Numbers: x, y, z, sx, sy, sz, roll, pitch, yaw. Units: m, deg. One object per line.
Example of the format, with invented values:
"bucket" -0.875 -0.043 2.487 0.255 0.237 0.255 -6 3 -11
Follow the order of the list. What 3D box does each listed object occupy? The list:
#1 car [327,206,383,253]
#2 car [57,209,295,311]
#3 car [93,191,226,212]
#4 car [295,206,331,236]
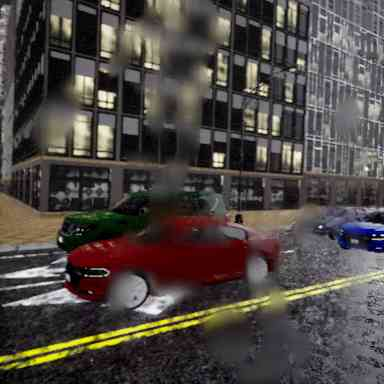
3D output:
"car" 7.578 1.415 12.583 5.008 1.535 1.882 1 1 -33
"car" -0.187 1.323 7.496 5.008 1.535 1.882 1 1 -33
"car" -1.283 0.981 10.656 5.566 2.045 2.150 1 1 -33
"car" 7.284 1.408 16.279 5.357 1.411 2.033 1 1 -33
